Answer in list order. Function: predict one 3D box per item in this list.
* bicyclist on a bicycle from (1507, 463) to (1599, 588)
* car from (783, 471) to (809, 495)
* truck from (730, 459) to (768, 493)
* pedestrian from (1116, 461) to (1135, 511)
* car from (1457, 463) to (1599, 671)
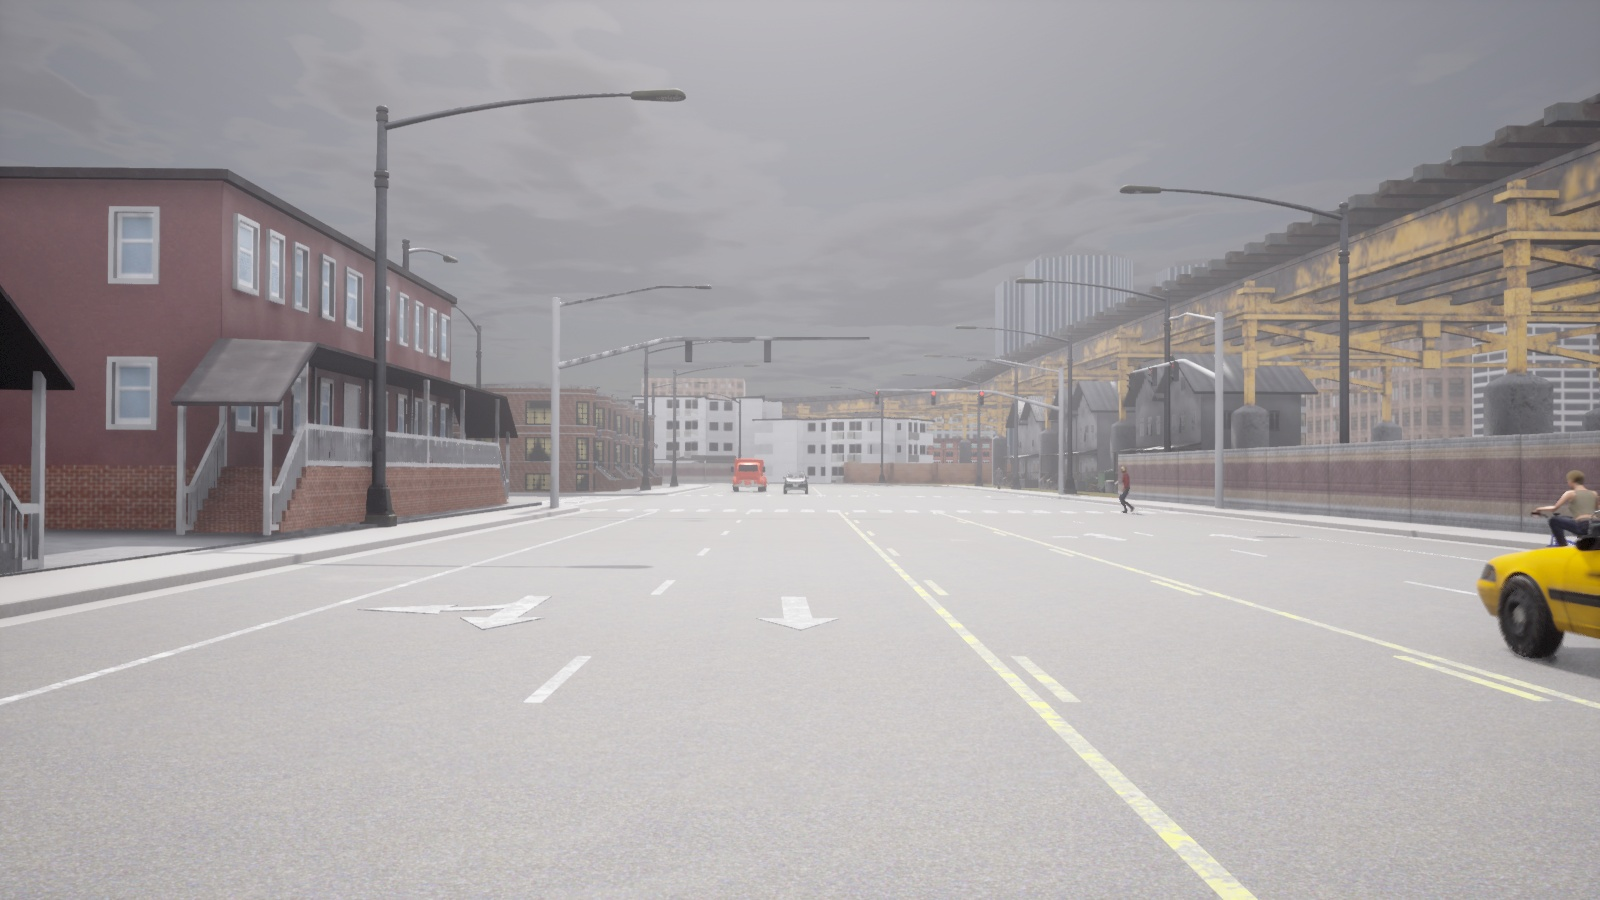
[{"bbox_3d":[10.444,0.994,17.007,0.866,1.612,1.509,0,-1,0],"label":"bicyclist on a bicycle"},{"bbox_3d":[-0.259,2.237,86.342,1.789,1.549,3.705,0,-1,0],"label":"car"},{"bbox_3d":[-3.789,1.914,93.774,2.627,2.467,5.204,0,-1,0],"label":"truck"},{"bbox_3d":[12.181,1.345,46.961,0.636,1.846,0.331,0,-1,8],"label":"pedestrian"},{"bbox_3d":[6.972,0.875,8.893,1.801,1.575,5.366,0,-1,0],"label":"car"}]
